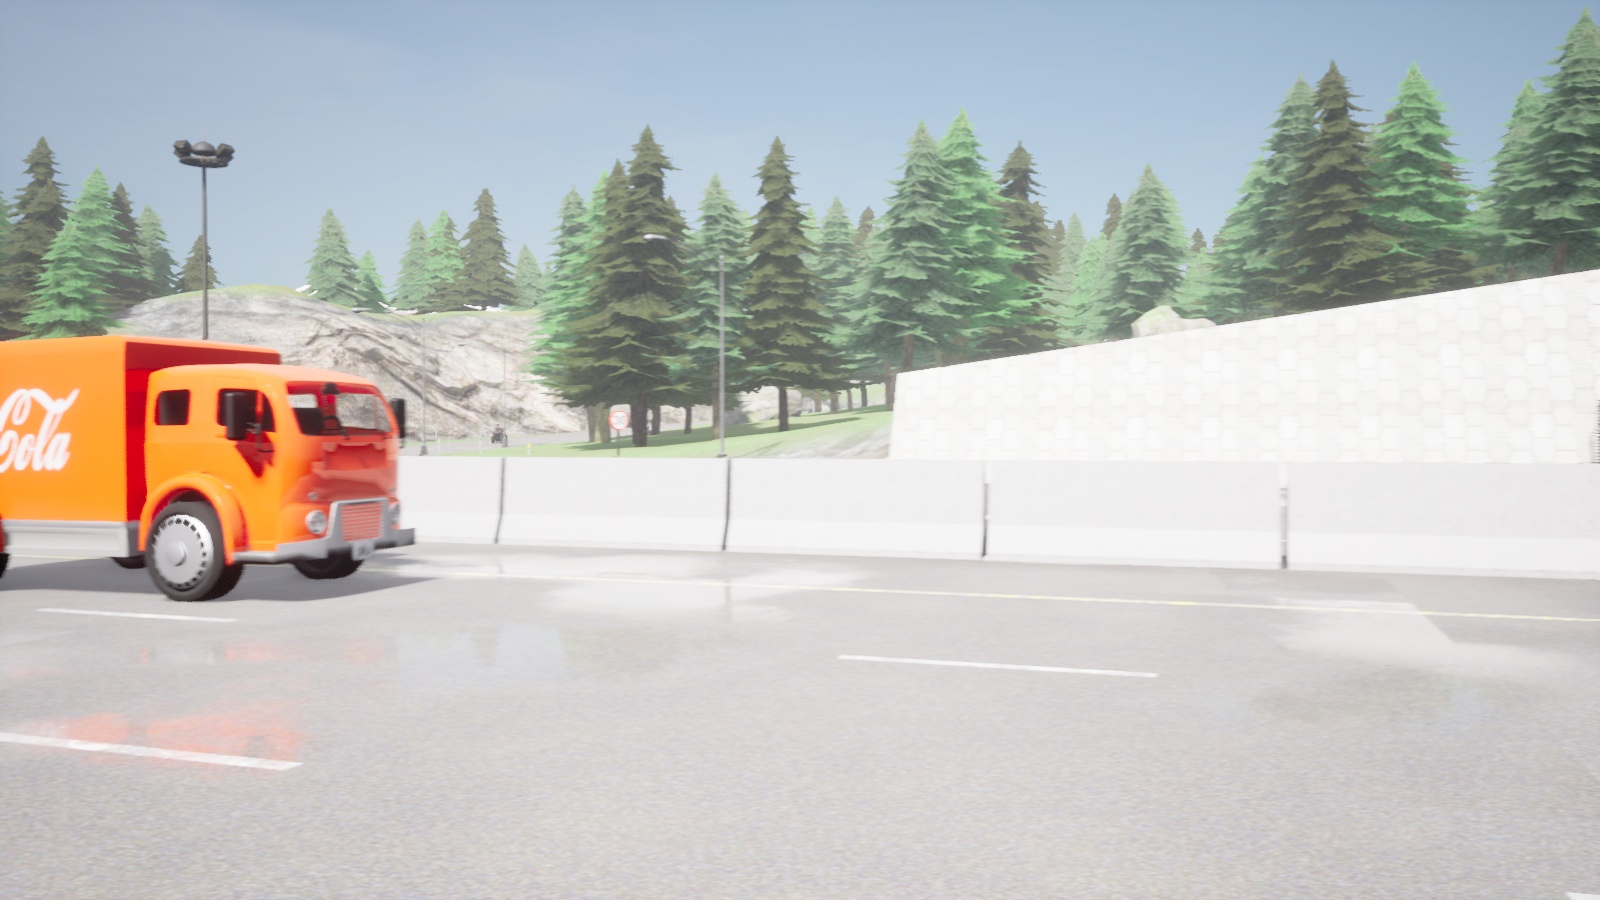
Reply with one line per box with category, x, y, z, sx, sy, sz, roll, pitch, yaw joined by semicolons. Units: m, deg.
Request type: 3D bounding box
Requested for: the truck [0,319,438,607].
truck;-6.709;0.089;12.828;5.204;2.467;2.627;0;1;19
